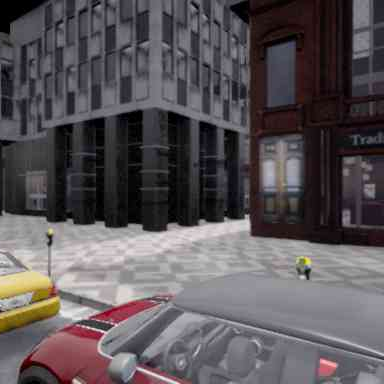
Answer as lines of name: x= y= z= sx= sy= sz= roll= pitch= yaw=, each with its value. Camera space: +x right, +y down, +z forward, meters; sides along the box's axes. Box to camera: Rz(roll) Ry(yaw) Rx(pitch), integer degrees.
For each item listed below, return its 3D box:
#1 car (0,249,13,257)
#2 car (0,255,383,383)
car: x=-4.384 y=1.529 z=6.086 sx=4.829 sy=1.417 sz=1.752 roll=0 pitch=0 yaw=35
car: x=0.344 y=1.441 z=2.715 sx=4.097 sy=1.590 sz=1.967 roll=0 pitch=0 yaw=35
